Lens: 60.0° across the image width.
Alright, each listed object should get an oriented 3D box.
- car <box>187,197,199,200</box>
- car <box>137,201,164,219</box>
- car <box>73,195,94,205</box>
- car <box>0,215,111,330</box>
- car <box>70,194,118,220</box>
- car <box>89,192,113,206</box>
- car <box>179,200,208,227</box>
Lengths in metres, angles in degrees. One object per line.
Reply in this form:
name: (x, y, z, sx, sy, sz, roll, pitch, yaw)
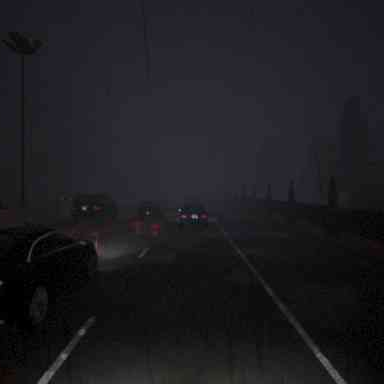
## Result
car: (0.096, 1.344, 41.423, 1.882, 1.535, 5.008, 0, 0, 0)
car: (-3.402, 1.436, 27.774, 1.812, 1.442, 4.674, 0, 0, 0)
car: (-17.577, 1.302, 54.197, 1.882, 1.535, 5.008, 0, 0, 0)
car: (-3.402, 1.469, 6.842, 2.128, 1.511, 4.902, 0, 0, 0)
car: (-6.902, 1.144, 23.991, 2.150, 2.045, 5.566, 0, 0, 0)
car: (-14.064, 1.051, 51.789, 2.150, 2.045, 5.566, 0, 1, 0)
car: (0.099, 1.476, 21.946, 2.033, 1.411, 5.357, 0, 0, 0)
